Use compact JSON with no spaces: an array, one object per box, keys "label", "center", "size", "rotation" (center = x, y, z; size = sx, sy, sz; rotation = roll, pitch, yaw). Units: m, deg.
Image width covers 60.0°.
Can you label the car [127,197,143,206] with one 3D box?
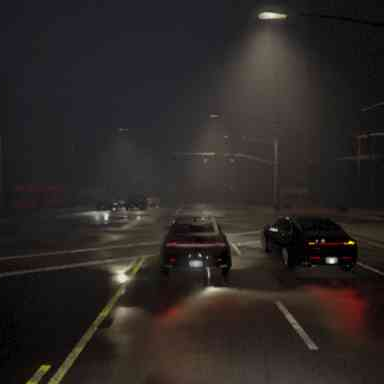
[{"label":"car","center":[-10.541,1.700,61.545],"size":[2.128,1.511,4.902],"rotation":[0,-1,1]}]

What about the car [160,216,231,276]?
[{"label":"car","center":[0.096,1.508,10.406],"size":[2.128,1.511,4.902],"rotation":[0,0,0]}]

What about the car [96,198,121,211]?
[{"label":"car","center":[-10.579,1.512,41.878],"size":[2.128,1.511,4.902],"rotation":[0,0,0]}]

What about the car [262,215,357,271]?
[{"label":"car","center":[3.611,1.520,10.985],"size":[1.837,1.490,4.892],"rotation":[0,0,0]}]

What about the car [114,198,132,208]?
[{"label":"car","center":[-10.575,1.623,51.141],"size":[1.812,1.442,4.674],"rotation":[0,-1,0]}]

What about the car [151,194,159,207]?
[{"label":"car","center":[-7.065,1.333,52.571],"size":[2.150,2.045,5.566],"rotation":[0,-1,1]}]

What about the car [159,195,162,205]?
[{"label":"car","center":[-7.028,1.446,63.006],"size":[2.150,2.045,5.566],"rotation":[0,-1,0]}]

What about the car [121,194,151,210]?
[{"label":"car","center":[-7.066,1.250,42.537],"size":[2.150,2.045,5.566],"rotation":[0,0,1]}]
